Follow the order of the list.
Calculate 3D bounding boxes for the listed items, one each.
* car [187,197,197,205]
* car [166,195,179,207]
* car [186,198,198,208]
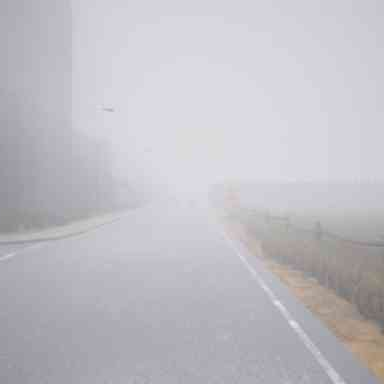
[{"bbox_3d":[0.013,1.846,65.949,1.812,1.442,4.674,0,0,-2],"label":"car"},{"bbox_3d":[-3.438,1.499,59.375,2.150,2.045,5.566,0,0,0],"label":"car"},{"bbox_3d":[0.067,1.792,54.296,1.812,1.442,4.674,0,0,0],"label":"car"}]
